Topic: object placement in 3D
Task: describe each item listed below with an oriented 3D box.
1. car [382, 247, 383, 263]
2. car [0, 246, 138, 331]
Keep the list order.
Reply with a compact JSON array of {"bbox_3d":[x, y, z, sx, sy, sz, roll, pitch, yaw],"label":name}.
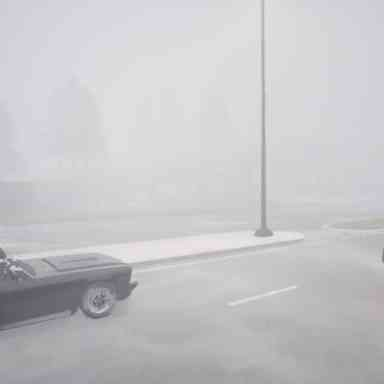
[{"bbox_3d":[7.067,1.524,8.782,4.718,1.301,1.895,-1,0,-35],"label":"car"},{"bbox_3d":[-3.374,1.598,5.639,4.718,1.301,1.895,0,0,-35],"label":"car"}]
